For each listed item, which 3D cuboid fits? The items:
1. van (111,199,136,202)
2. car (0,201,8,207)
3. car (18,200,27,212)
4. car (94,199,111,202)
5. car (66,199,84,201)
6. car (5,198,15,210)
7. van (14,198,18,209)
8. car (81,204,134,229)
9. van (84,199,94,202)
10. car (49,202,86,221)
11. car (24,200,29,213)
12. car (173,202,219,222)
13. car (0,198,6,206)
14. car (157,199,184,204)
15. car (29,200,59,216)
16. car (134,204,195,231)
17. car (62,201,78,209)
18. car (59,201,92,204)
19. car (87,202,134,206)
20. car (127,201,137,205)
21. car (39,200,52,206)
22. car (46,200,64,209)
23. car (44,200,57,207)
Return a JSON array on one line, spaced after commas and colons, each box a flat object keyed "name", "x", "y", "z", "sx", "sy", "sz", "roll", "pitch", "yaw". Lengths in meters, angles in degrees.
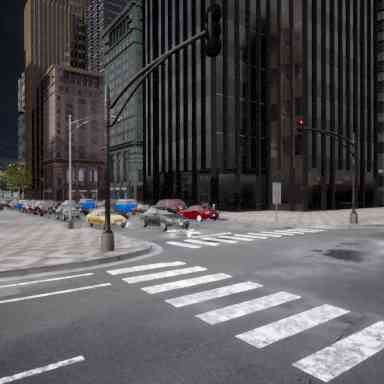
[{"name": "van", "x": -8.328, "y": 1.832, "z": 41.883, "sx": 1.690, "sy": 1.788, "sz": 3.998, "roll": -1, "pitch": 0, "yaw": -35}, {"name": "car", "x": -44.549, "y": 2.770, "z": 77.963, "sx": 1.802, "sy": 1.307, "sz": 4.206, "roll": -1, "pitch": 0, "yaw": -35}, {"name": "car", "x": -23.448, "y": 2.156, "z": 48.372, "sx": 1.967, "sy": 1.590, "sz": 4.097, "roll": -1, "pitch": 0, "yaw": -35}, {"name": "car", "x": -11.277, "y": 1.874, "z": 46.028, "sx": 2.192, "sy": 1.841, "sz": 5.009, "roll": -1, "pitch": 0, "yaw": -35}, {"name": "car", "x": -19.365, "y": 2.059, "z": 52.758, "sx": 2.097, "sy": 1.767, "sz": 4.553, "roll": 0, "pitch": -1, "yaw": -36}, {"name": "car", "x": -32.062, "y": 2.353, "z": 60.451, "sx": 1.967, "sy": 1.590, "sz": 4.097, "roll": -1, "pitch": 0, "yaw": -35}, {"name": "van", "x": -26.287, "y": 2.122, "z": 52.350, "sx": 1.690, "sy": 1.788, "sz": 3.998, "roll": -1, "pitch": 0, "yaw": -35}, {"name": "car", "x": -6.327, "y": 1.843, "z": 24.366, "sx": 1.752, "sy": 1.417, "sz": 4.829, "roll": -1, "pitch": 0, "yaw": -35}, {"name": "van", "x": -17.174, "y": 2.037, "z": 54.318, "sx": 1.690, "sy": 1.788, "sz": 3.998, "roll": -1, "pitch": 0, "yaw": -35}, {"name": "car", "x": -12.098, "y": 2.004, "z": 32.460, "sx": 2.008, "sy": 1.369, "sz": 4.403, "roll": -1, "pitch": 0, "yaw": -35}, {"name": "car", "x": -20.609, "y": 2.195, "z": 44.394, "sx": 1.887, "sy": 1.381, "sz": 4.507, "roll": -1, "pitch": 0, "yaw": -35}, {"name": "car", "x": 0.524, "y": 1.828, "z": 29.447, "sx": 1.887, "sy": 1.381, "sz": 4.507, "roll": -1, "pitch": 0, "yaw": -35}, {"name": "car", "x": -41.428, "y": 2.666, "z": 73.586, "sx": 1.887, "sy": 1.381, "sz": 4.507, "roll": -1, "pitch": 0, "yaw": -35}, {"name": "car", "x": -2.430, "y": 1.668, "z": 33.593, "sx": 2.192, "sy": 1.841, "sz": 5.009, "roll": -1, "pitch": 0, "yaw": -35}, {"name": "car", "x": -17.777, "y": 1.900, "z": 40.416, "sx": 2.192, "sy": 1.841, "sz": 5.009, "roll": -1, "pitch": 0, "yaw": -35}, {"name": "car", "x": -2.019, "y": 1.782, "z": 22.954, "sx": 1.812, "sy": 1.442, "sz": 4.674, "roll": 0, "pitch": -1, "yaw": -34}, {"name": "car", "x": -22.810, "y": 2.406, "z": 62.163, "sx": 1.802, "sy": 1.307, "sz": 4.206, "roll": -1, "pitch": 0, "yaw": -35}, {"name": "car", "x": -13.862, "y": 2.081, "z": 39.551, "sx": 2.033, "sy": 1.411, "sz": 5.357, "roll": 0, "pitch": -1, "yaw": -35}, {"name": "car", "x": -7.696, "y": 1.937, "z": 30.889, "sx": 2.033, "sy": 1.411, "sz": 5.357, "roll": 0, "pitch": -1, "yaw": -36}, {"name": "car", "x": -5.373, "y": 2.004, "z": 37.738, "sx": 1.802, "sy": 1.307, "sz": 4.206, "roll": -1, "pitch": 0, "yaw": -35}, {"name": "car", "x": -34.893, "y": 2.659, "z": 79.106, "sx": 1.947, "sy": 1.339, "sz": 4.313, "roll": -1, "pitch": 0, "yaw": -35}, {"name": "car", "x": -25.072, "y": 2.315, "z": 60.756, "sx": 1.882, "sy": 1.535, "sz": 5.008, "roll": 0, "pitch": -1, "yaw": -35}, {"name": "car", "x": -31.871, "y": 2.594, "z": 74.869, "sx": 1.947, "sy": 1.339, "sz": 4.313, "roll": -1, "pitch": 0, "yaw": -35}]
